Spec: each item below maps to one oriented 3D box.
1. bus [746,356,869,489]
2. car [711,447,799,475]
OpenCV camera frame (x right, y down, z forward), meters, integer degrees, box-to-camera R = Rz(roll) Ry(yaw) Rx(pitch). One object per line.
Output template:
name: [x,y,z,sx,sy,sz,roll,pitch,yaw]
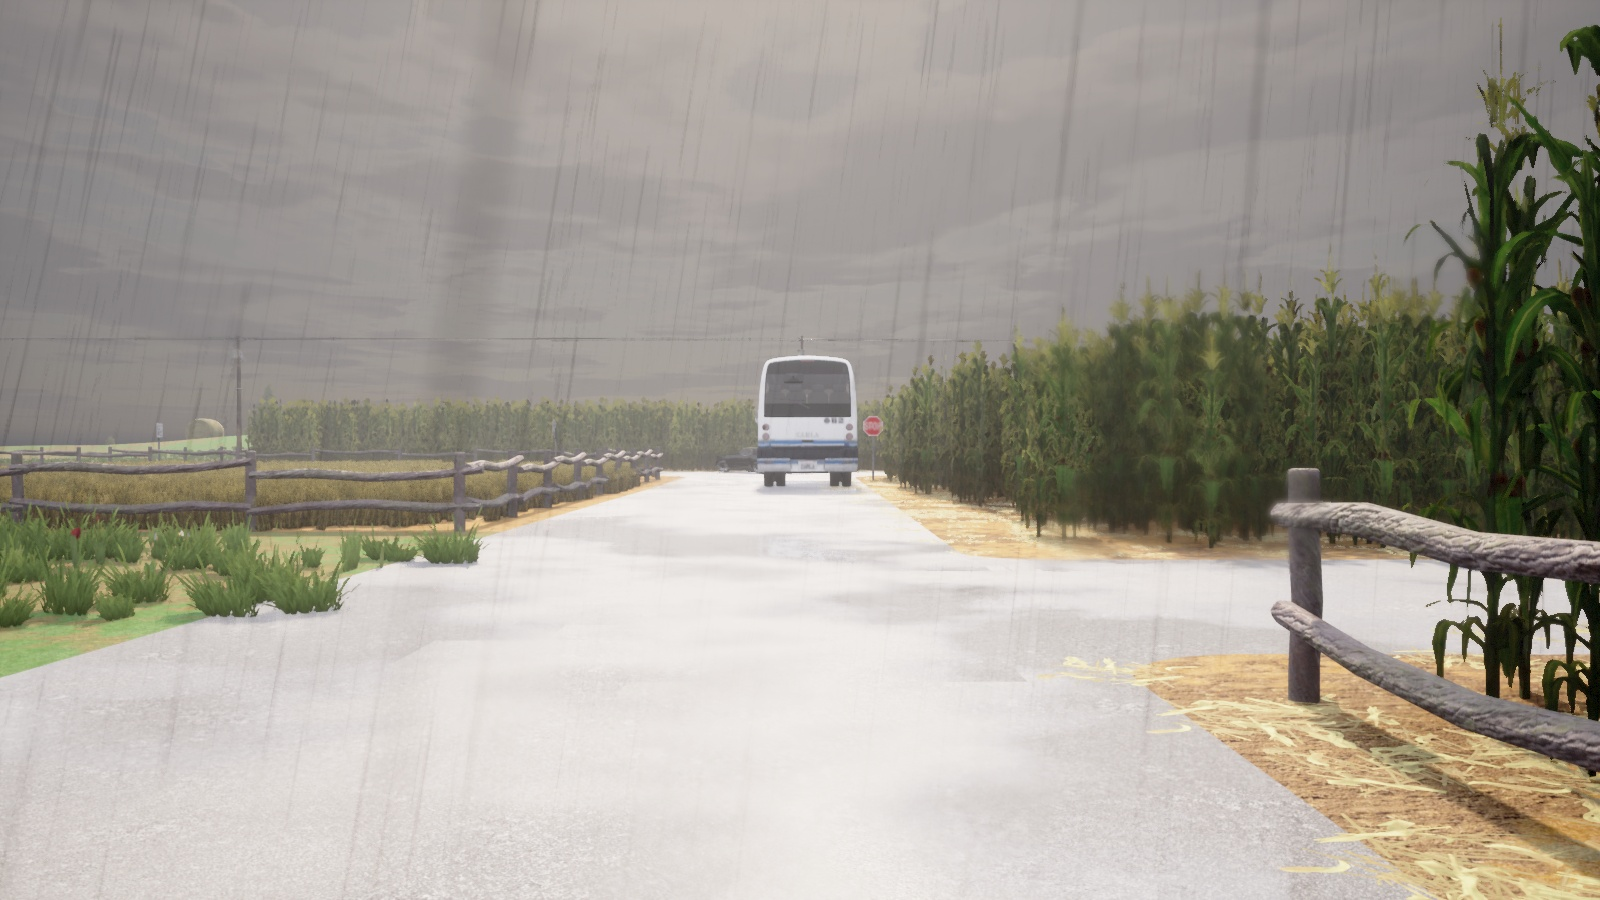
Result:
bus: [0.277,-0.886,45.478,3.944,4.253,10.273,0,0,0]
car: [-2.242,0.496,61.766,1.895,1.301,4.718,0,0,-38]
